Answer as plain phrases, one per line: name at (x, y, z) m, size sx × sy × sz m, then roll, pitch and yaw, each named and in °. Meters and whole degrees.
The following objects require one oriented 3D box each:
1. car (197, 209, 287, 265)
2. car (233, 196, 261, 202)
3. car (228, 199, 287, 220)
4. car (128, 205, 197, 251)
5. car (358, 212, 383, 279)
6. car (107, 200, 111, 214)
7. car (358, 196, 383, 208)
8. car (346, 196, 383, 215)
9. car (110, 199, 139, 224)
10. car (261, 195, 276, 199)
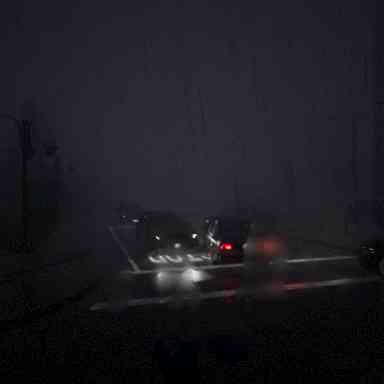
car at (1.432, 1.541, 11.618) m, size 2.033 × 1.411 × 5.357 m, roll 0°, pitch 0°, yaw -2°
car at (7.246, 1.287, 46.218) m, size 2.007 × 1.523 × 4.514 m, roll 0°, pitch 0°, yaw -17°
car at (3.120, 1.467, 18.742) m, size 5.357 × 1.411 × 2.033 m, roll -4°, pitch 3°, yaw -40°
car at (-1.319, 1.537, 14.463) m, size 2.033 × 1.411 × 5.357 m, roll 0°, pitch 0°, yaw -17°
car at (6.786, 1.475, 8.007) m, size 5.008 × 1.535 × 1.882 m, roll 0°, pitch 0°, yaw 36°
car at (-8.087, 1.508, 35.744) m, size 2.033 × 1.411 × 5.357 m, roll 0°, pitch 0°, yaw -17°
car at (23.800, 1.271, 43.299) m, size 1.845 × 1.501 × 3.633 m, roll 0°, pitch 0°, yaw -17°
car at (15.535, 1.354, 29.286) m, size 1.970 × 1.475 × 3.806 m, roll 0°, pitch 0°, yaw -17°
car at (-4.658, 1.523, 24.800) m, size 2.033 × 1.411 × 5.357 m, roll 0°, pitch 0°, yaw -18°
car at (10.231, 1.276, 47.183) m, size 2.152 × 1.636 × 5.027 m, roll 0°, pitch 0°, yaw -17°
